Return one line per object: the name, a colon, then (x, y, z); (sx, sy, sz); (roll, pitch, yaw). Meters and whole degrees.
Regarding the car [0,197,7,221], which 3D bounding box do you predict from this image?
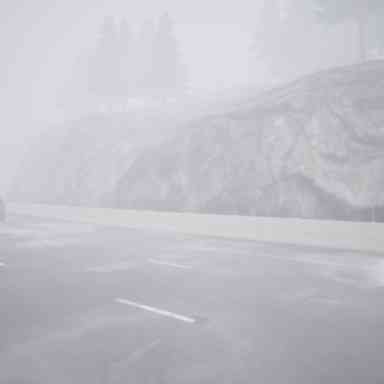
car: (-17.800, 1.397, 28.702); (2.150, 2.045, 5.566); (1, -1, -44)
